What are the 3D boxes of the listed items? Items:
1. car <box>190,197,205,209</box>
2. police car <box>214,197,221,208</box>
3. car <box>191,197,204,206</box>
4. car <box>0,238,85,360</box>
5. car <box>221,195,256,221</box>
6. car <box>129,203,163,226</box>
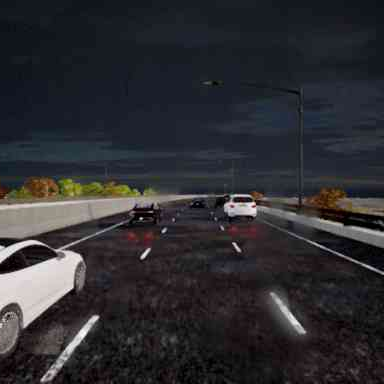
[{"bbox_3d":[0.794,1.601,46.871,1.994,1.385,4.181,0,0,2],"label":"car"},{"bbox_3d":[4.254,1.470,48.729,1.930,1.638,5.238,0,0,2],"label":"police car"},{"bbox_3d":[1.001,1.556,57.026,2.128,1.511,4.902,0,0,2],"label":"car"},{"bbox_3d":[-3.376,1.524,5.795,1.812,1.442,4.674,0,0,0],"label":"car"},{"bbox_3d":[3.833,1.232,27.185,2.150,2.045,5.566,0,0,1],"label":"car"},{"bbox_3d":[-3.206,1.495,23.639,2.128,1.511,4.902,0,0,1],"label":"car"}]
